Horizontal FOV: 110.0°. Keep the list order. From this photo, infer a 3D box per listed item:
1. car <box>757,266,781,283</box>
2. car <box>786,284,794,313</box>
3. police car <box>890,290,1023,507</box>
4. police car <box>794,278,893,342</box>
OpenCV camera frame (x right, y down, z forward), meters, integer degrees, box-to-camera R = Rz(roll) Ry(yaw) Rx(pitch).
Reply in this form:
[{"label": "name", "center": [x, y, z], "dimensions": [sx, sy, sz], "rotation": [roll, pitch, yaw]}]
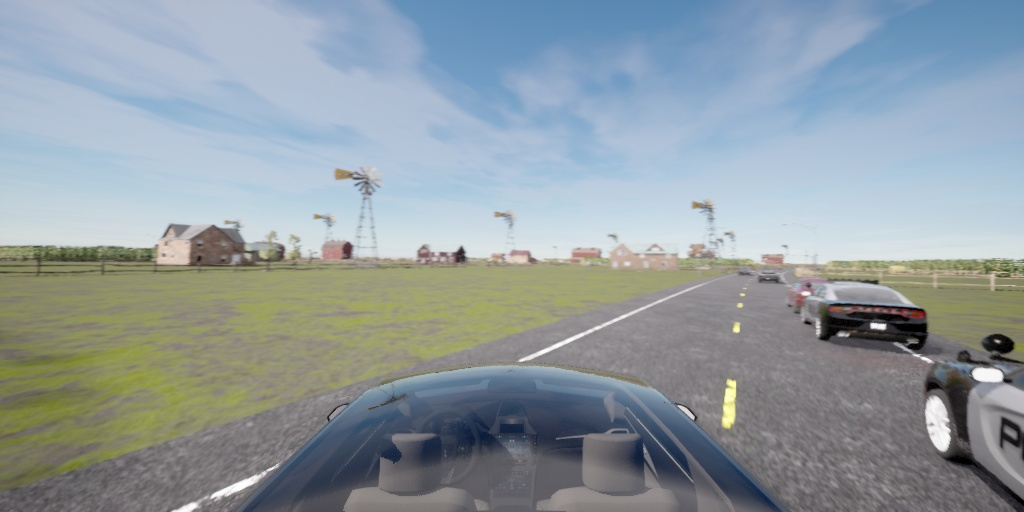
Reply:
[{"label": "car", "center": [28.759, 2.228, 40.225], "dimensions": [2.128, 1.511, 4.902], "rotation": [0, -1, 35]}, {"label": "car", "center": [13.039, 1.683, 15.339], "dimensions": [1.812, 1.442, 4.674], "rotation": [1, -1, 33]}, {"label": "police car", "center": [4.462, 1.261, 2.025], "dimensions": [1.930, 1.638, 5.238], "rotation": [1, -1, 32]}, {"label": "police car", "center": [9.834, 1.464, 10.422], "dimensions": [1.930, 1.638, 5.238], "rotation": [1, -1, 33]}]
